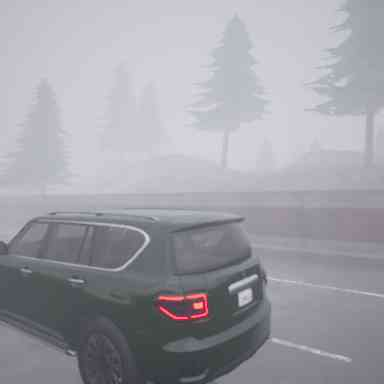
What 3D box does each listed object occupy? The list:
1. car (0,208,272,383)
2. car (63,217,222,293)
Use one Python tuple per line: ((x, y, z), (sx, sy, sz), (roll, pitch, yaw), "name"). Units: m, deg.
((-1.544, 1.284, 5.292), (5.566, 2.045, 2.150), (-1, -1, 37), "car")
((-1.681, 1.611, 9.894), (4.892, 1.490, 1.837), (-1, -1, 39), "car")
